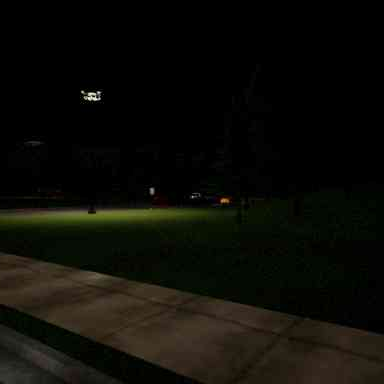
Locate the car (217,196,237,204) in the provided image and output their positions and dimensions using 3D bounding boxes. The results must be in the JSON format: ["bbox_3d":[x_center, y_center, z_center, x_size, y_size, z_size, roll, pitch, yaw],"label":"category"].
[{"bbox_3d":[7.225,1.478,62.062,1.882,1.535,5.008,0,0,36],"label":"car"}]

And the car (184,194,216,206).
[{"bbox_3d":[1.397,1.478,54.010,1.882,1.535,5.008,0,0,37],"label":"car"}]

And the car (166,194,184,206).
[{"bbox_3d":[-1.641,1.505,55.794,1.837,1.490,4.892,0,0,37],"label":"car"}]

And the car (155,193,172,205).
[{"bbox_3d":[-4.150,1.221,58.277,2.150,2.045,5.566,0,0,36],"label":"car"}]
